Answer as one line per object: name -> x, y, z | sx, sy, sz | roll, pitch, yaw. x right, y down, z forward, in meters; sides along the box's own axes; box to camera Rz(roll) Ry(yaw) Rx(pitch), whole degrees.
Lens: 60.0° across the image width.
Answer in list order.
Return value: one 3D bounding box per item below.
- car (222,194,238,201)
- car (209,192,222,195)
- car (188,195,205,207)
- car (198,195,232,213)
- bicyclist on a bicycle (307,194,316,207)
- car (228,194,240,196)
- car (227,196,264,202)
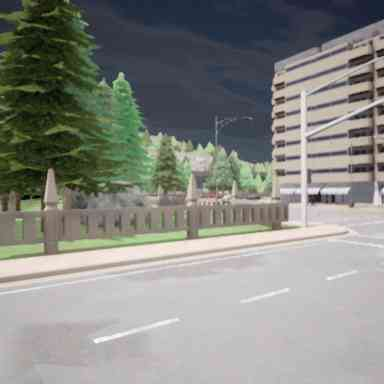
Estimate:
car -> 8.592, 1.274, 75.204 | 1.812, 1.442, 4.674 | 0, 0, 32
car -> 4.475, 1.012, 63.917 | 2.150, 2.045, 5.566 | 0, 0, 12
car -> 0.598, 1.309, 49.793 | 1.882, 1.535, 5.008 | 0, 0, -8
car -> 1.973, 1.351, 35.510 | 2.128, 1.511, 4.902 | 0, 0, -28
bicyclist on a bicycle -> 15.323, 1.102, 42.479 | 1.656, 1.620, 0.582 | -1, 0, -29
car -> 9.055, 1.313, 67.439 | 2.033, 1.411, 5.357 | 0, 0, 19
car -> 6.342, 1.395, 34.574 | 2.033, 1.411, 5.357 | 0, 0, -32
